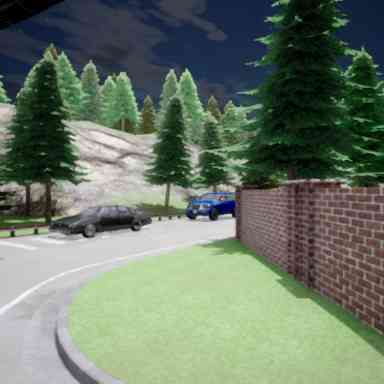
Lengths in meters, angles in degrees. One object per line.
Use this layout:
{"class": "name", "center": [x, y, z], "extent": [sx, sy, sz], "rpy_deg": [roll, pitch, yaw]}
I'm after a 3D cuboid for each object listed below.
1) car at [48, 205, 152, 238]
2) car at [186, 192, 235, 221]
{"class": "car", "center": [-4.301, 1.357, 16.667], "extent": [2.033, 1.411, 5.357], "rpy_deg": [0, 0, 35]}
{"class": "car", "center": [1.798, 1.031, 25.480], "extent": [2.150, 2.045, 5.566], "rpy_deg": [0, 0, 35]}
